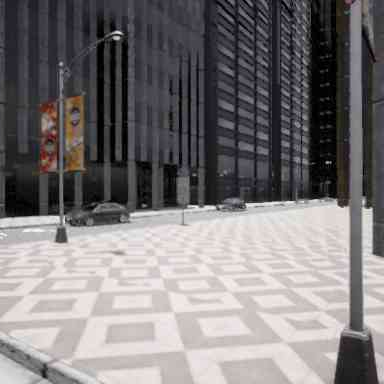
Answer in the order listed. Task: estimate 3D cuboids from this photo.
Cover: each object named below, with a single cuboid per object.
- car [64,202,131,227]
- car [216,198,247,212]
[{"bbox_3d":[-6.426,1.495,22.977,1.837,1.490,4.892,0,0,35],"label":"car"},{"bbox_3d":[4.576,1.486,38.396,2.128,1.511,4.902,0,0,36],"label":"car"}]
